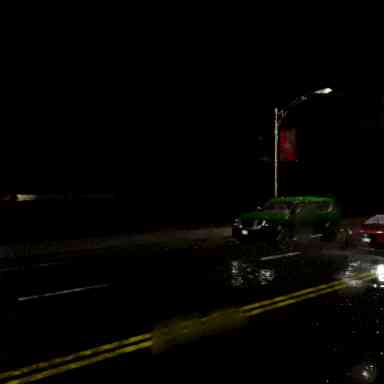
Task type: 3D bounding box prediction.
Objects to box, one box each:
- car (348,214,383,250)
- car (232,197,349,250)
[{"bbox_3d":[8.061,1.597,13.443,4.181,1.385,1.994,0,0,-36],"label":"car"},{"bbox_3d":[4.339,1.251,14.777,5.566,2.045,2.150,0,0,-36],"label":"car"}]
